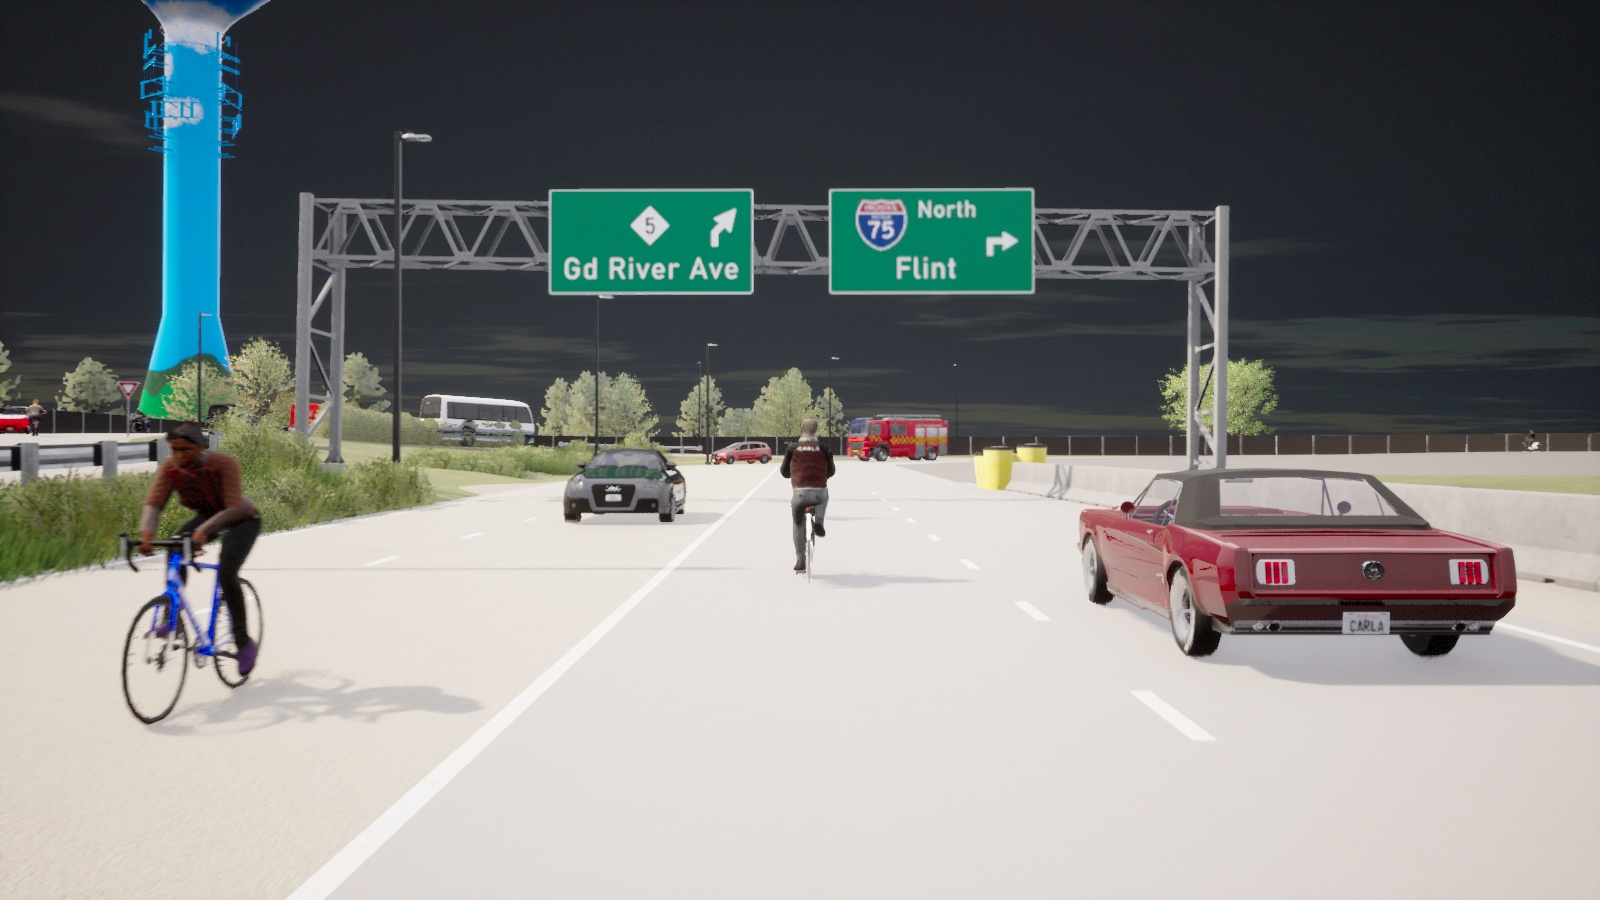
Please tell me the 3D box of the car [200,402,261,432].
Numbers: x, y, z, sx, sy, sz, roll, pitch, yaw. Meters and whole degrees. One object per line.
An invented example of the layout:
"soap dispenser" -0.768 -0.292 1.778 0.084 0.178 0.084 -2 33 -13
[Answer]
"car" -35.933 -2.067 79.357 1.905 1.878 3.866 0 1 3

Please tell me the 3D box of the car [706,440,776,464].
"car" -4.370 0.162 92.653 4.611 1.667 2.242 -1 0 -33

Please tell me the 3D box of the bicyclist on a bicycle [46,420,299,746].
"bicyclist on a bicycle" -3.444 0.654 7.064 0.582 1.620 1.656 0 1 0

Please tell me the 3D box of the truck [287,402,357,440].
"truck" -35.135 -2.060 92.462 2.627 2.467 5.204 0 -2 7

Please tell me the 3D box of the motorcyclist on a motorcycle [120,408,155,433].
"motorcyclist on a motorcycle" -39.697 -1.761 75.271 0.866 1.530 2.191 0 1 3

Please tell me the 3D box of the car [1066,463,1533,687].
"car" 3.574 0.794 10.096 1.895 1.301 4.718 0 0 0

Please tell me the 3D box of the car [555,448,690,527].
"car" -3.343 0.661 24.420 1.994 1.385 4.181 0 0 0

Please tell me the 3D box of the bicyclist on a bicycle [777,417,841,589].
"bicyclist on a bicycle" 0.096 0.539 13.921 0.659 1.776 1.843 0 1 0

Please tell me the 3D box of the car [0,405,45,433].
"car" -38.870 -1.545 62.481 1.481 1.376 2.207 0 1 -10
